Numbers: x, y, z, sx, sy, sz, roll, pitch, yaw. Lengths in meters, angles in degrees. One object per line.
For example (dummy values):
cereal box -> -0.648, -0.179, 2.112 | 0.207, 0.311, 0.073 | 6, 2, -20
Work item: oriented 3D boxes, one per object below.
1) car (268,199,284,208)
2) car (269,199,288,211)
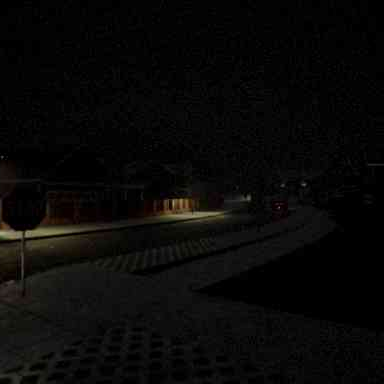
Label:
car -> 13.269, 1.749, 52.531 | 1.895, 1.301, 4.718 | 0, 0, 8
car -> 11.126, 1.631, 42.359 | 1.837, 1.490, 4.892 | 0, 0, 15
